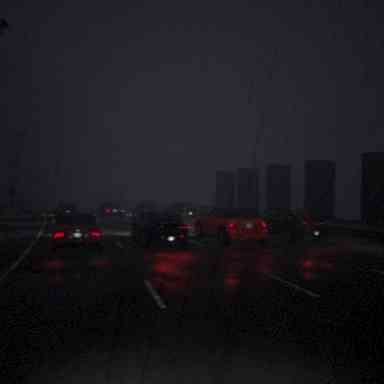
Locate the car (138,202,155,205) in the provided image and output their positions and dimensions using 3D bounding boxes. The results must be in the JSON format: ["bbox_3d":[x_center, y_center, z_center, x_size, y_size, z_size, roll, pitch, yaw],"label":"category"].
[{"bbox_3d":[-4.305,1.671,31.421,1.994,1.385,4.181,1,0,-24],"label":"car"}]

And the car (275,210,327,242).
[{"bbox_3d":[4.975,1.689,17.733,2.128,1.511,4.902,1,0,-20],"label":"car"}]

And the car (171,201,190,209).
[{"bbox_3d":[-1.117,1.682,32.868,1.837,1.490,4.892,1,0,-24],"label":"car"}]

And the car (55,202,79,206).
[{"bbox_3d":[-10.701,1.537,28.577,1.994,1.385,4.181,1,0,-24],"label":"car"}]

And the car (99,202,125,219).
[{"bbox_3d":[-7.367,1.588,29.710,2.033,1.411,5.357,1,0,-24],"label":"car"}]

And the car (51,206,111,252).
[{"bbox_3d":[-4.819,1.542,13.950,2.033,1.411,5.357,1,0,-19],"label":"car"}]

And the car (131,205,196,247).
[{"bbox_3d":[-1.627,1.569,15.410,1.837,1.490,4.892,1,0,-20],"label":"car"}]

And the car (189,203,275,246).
[{"bbox_3d":[1.754,1.479,16.362,2.097,1.767,4.553,1,-1,-20],"label":"car"}]
